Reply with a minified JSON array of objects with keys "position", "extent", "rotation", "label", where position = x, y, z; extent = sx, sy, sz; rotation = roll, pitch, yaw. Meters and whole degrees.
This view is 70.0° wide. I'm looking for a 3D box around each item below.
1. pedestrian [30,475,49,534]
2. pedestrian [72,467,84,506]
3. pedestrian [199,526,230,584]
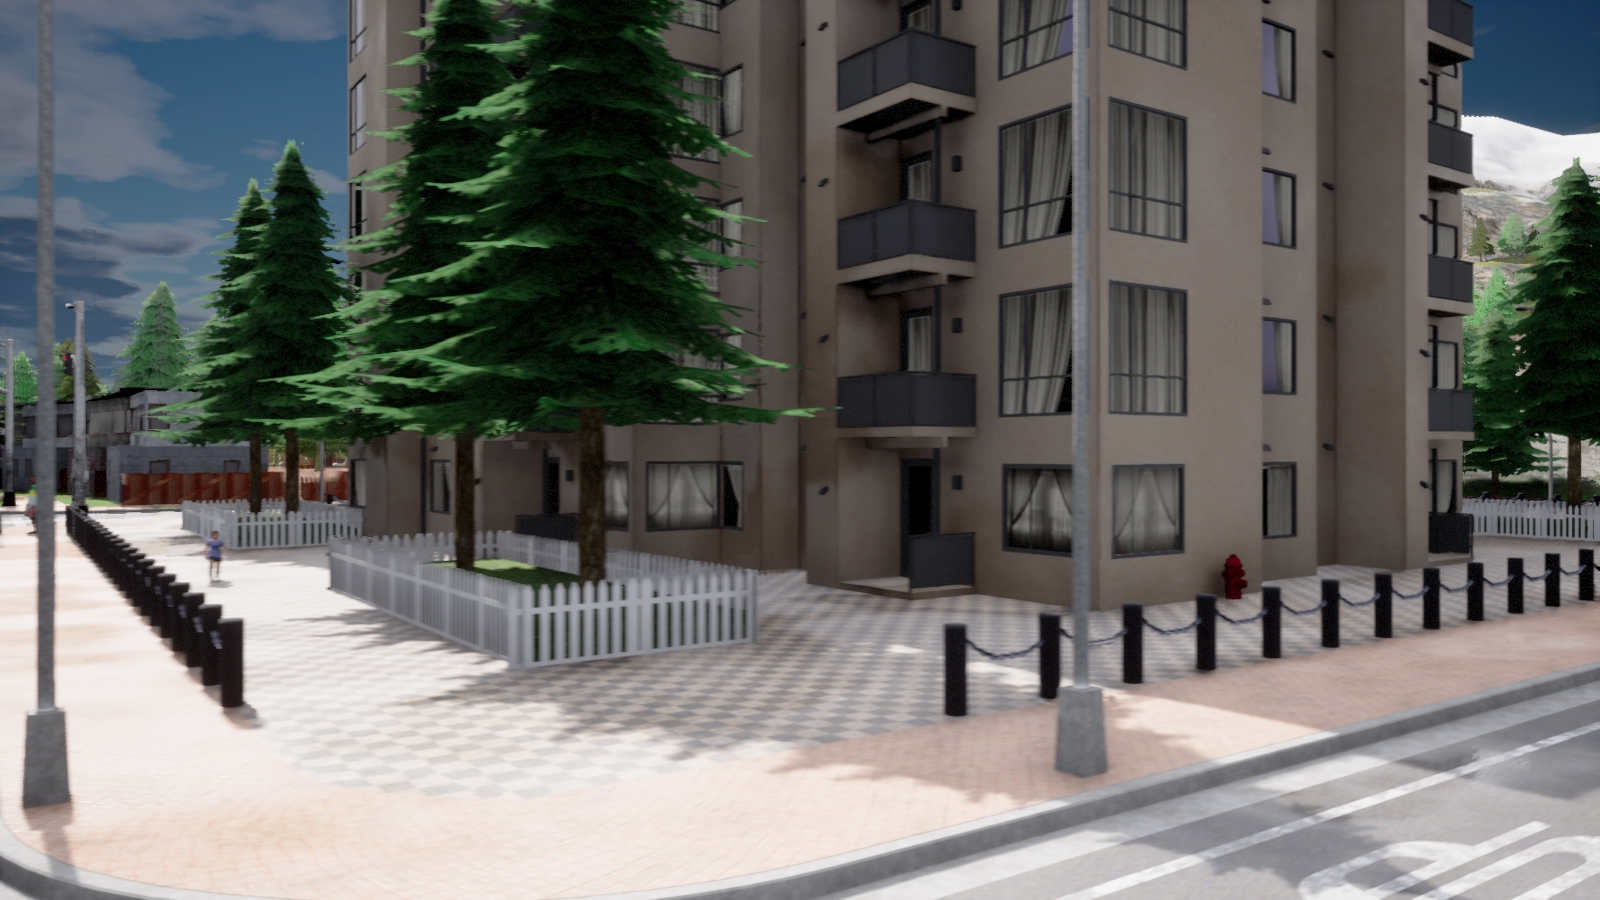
[{"position":[-24.615,1.755,36.970],"extent":[0.375,1.860,0.375],"rotation":[0,0,29],"label":"pedestrian"},{"position":[-34.773,1.766,55.021],"extent":[0.375,1.860,0.375],"rotation":[0,0,34],"label":"pedestrian"},{"position":[-11.807,2.105,23.036],"extent":[0.500,1.100,0.500],"rotation":[0,0,-32],"label":"pedestrian"}]
